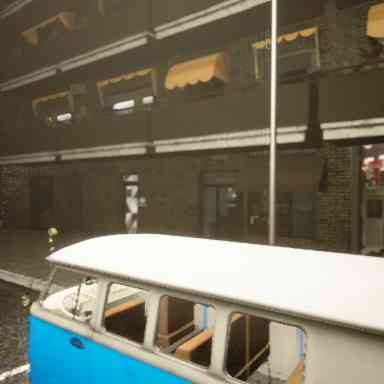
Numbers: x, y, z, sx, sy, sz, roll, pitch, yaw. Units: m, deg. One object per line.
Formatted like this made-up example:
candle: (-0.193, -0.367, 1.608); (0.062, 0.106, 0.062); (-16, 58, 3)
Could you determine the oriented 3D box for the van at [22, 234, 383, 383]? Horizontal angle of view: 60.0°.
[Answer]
van: (0.296, 1.338, 2.653); (3.998, 1.788, 1.690); (0, 1, 36)
